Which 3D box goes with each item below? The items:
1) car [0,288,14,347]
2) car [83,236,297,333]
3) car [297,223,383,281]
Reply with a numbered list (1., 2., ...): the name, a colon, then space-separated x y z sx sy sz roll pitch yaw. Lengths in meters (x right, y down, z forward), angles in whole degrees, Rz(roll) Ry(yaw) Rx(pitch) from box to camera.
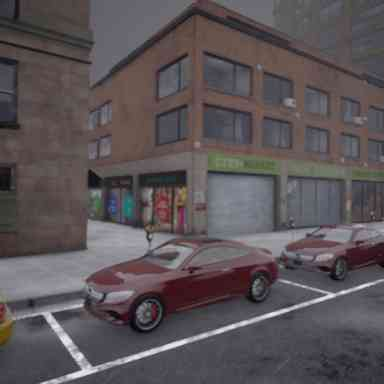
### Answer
1. car: -4.630 1.520 3.464 4.829 1.417 1.752 0 0 -35
2. car: -0.010 1.595 6.740 4.206 1.307 1.802 0 0 -35
3. car: 4.470 1.614 9.917 4.206 1.307 1.802 0 0 -35
